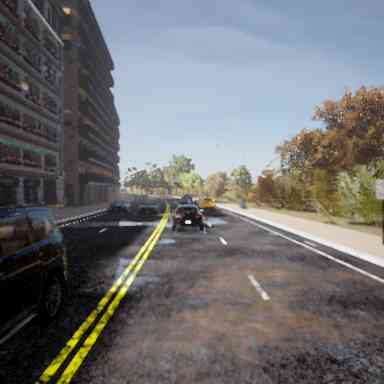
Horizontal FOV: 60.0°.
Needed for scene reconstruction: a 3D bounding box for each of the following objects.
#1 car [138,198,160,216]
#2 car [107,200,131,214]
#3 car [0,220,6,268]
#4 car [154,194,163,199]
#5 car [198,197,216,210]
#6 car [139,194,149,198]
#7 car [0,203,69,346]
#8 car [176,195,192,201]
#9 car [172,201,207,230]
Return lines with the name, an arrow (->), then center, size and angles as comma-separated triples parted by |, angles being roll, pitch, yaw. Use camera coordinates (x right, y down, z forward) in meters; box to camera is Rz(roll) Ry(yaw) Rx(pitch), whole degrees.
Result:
car -> -4.175, 1.576, 32.616 | 1.895, 1.301, 4.718 | 0, 0, -2
car -> -7.512, 1.539, 34.568 | 1.994, 1.385, 4.181 | 0, 0, -2
car -> -6.692, 1.560, 8.124 | 1.994, 1.385, 4.181 | 0, 0, -1
car -> -7.815, 1.085, 76.961 | 1.882, 1.535, 5.008 | 0, 0, -7
car -> 1.918, 1.440, 42.619 | 1.882, 1.535, 5.008 | 0, 0, -4
car -> -11.040, 1.089, 76.559 | 1.882, 1.535, 5.008 | 0, 0, -7
car -> -3.390, 1.219, 4.129 | 2.150, 2.045, 5.566 | 0, 0, -1
car -> -1.108, 1.459, 38.844 | 2.128, 1.511, 4.902 | 0, 0, -3
car -> -0.289, 1.511, 20.941 | 1.812, 1.442, 4.674 | 0, 0, -2
